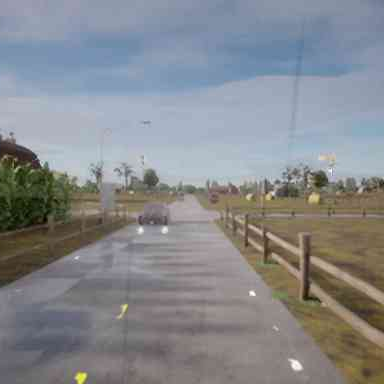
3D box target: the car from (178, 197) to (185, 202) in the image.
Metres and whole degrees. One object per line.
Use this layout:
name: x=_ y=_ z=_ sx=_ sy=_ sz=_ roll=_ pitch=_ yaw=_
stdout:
car: x=-2.884 y=2.011 z=89.062 sx=2.033 sy=1.411 sz=5.357 roll=0 pitch=0 yaw=0

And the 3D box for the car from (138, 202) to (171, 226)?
car: x=-2.799 y=1.579 z=25.643 sx=2.097 sy=1.767 sz=4.553 roll=0 pitch=0 yaw=0
